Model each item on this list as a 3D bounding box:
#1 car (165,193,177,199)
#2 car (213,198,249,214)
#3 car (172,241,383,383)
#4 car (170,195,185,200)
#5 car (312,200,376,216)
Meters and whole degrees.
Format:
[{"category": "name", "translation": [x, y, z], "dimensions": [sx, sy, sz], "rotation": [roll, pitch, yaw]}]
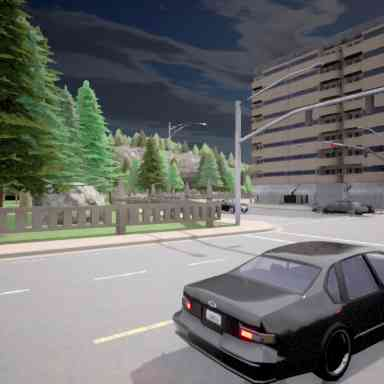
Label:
[{"category": "car", "translation": [-3.529, 1.168, 58.407], "dimensions": [2.150, 2.045, 5.566], "rotation": [0, 0, 1]}, {"category": "car", "translation": [3.877, 1.436, 34.920], "dimensions": [2.128, 1.511, 4.902], "rotation": [0, 0, -32]}, {"category": "car", "translation": [2.312, 1.547, 5.438], "dimensions": [5.357, 1.411, 2.033], "rotation": [0, 0, -35]}, {"category": "car", "translation": [-1.063, 1.492, 44.349], "dimensions": [2.033, 1.411, 5.357], "rotation": [0, 0, -19]}, {"category": "car", "translation": [14.167, 1.490, 31.302], "dimensions": [2.033, 1.411, 5.357], "rotation": [0, 0, -41]}]
